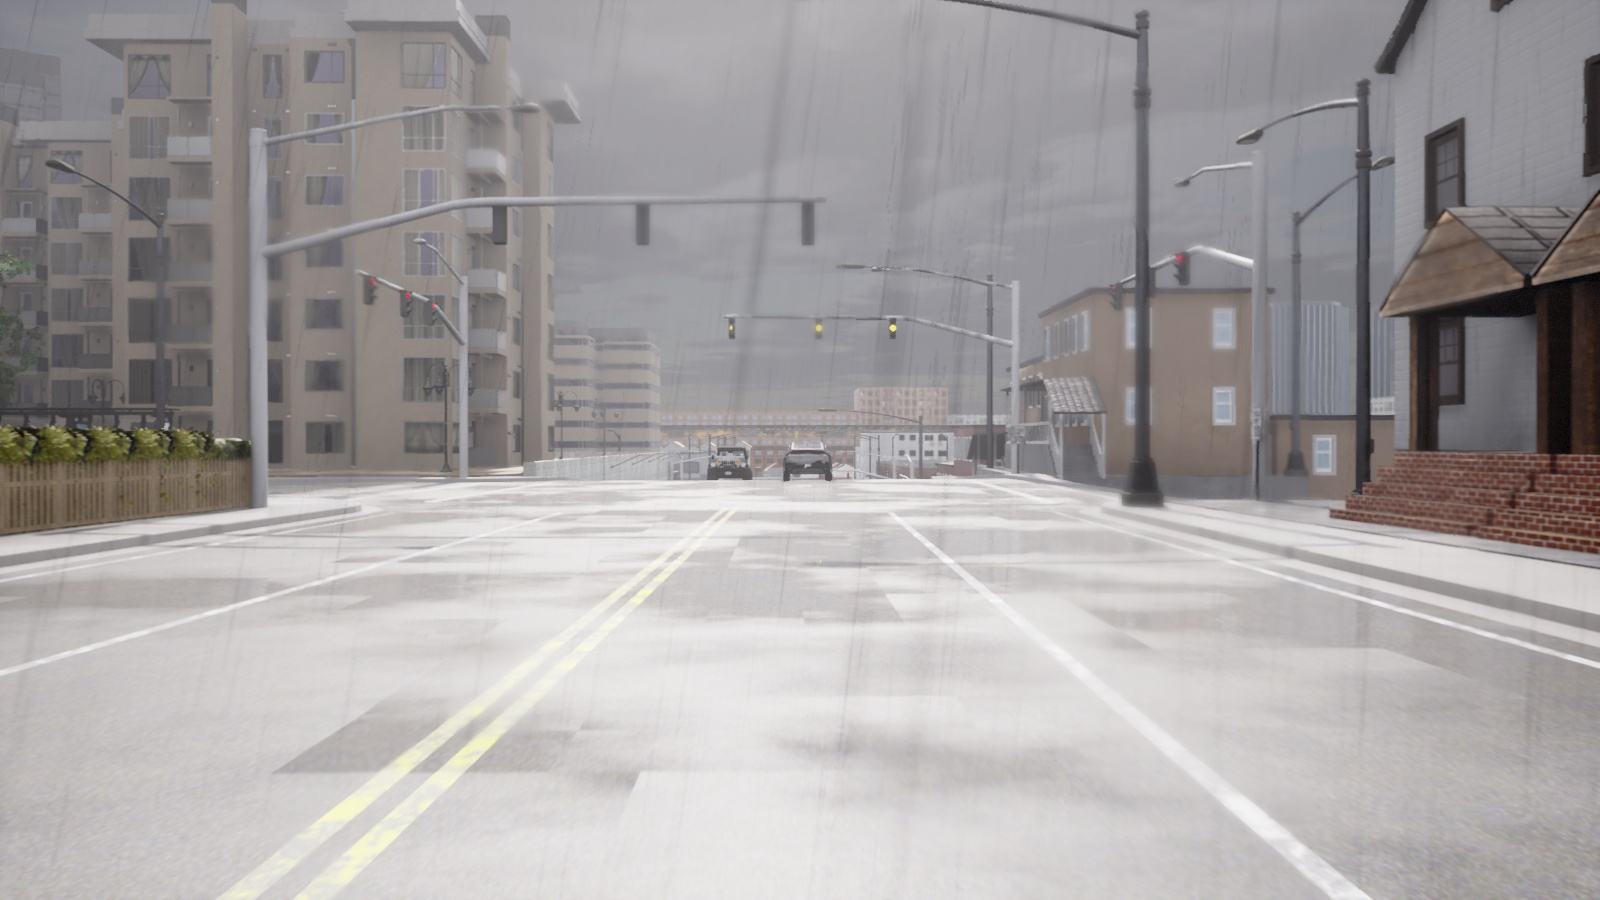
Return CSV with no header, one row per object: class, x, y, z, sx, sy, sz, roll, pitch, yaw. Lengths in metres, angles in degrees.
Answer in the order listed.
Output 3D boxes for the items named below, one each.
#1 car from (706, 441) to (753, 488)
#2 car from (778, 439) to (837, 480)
car,-3.160,0.689,56.767,1.905,1.878,3.866,0,-4,0
car,0.291,0.395,48.255,2.128,1.511,4.902,0,-1,0
